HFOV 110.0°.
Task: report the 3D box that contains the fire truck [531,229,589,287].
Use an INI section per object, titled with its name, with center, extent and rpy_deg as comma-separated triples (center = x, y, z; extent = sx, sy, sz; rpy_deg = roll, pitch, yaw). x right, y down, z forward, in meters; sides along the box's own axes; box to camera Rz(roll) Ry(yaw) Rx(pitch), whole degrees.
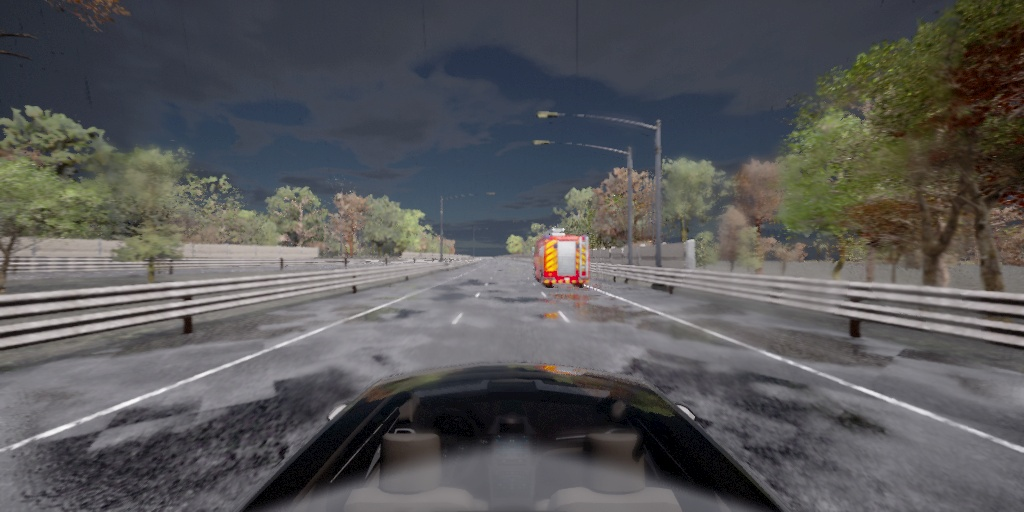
[fire truck]
center = 3.386, 0.175, 26.637
extent = 2.891, 3.827, 8.468
rpy_deg = 0, 0, -1
